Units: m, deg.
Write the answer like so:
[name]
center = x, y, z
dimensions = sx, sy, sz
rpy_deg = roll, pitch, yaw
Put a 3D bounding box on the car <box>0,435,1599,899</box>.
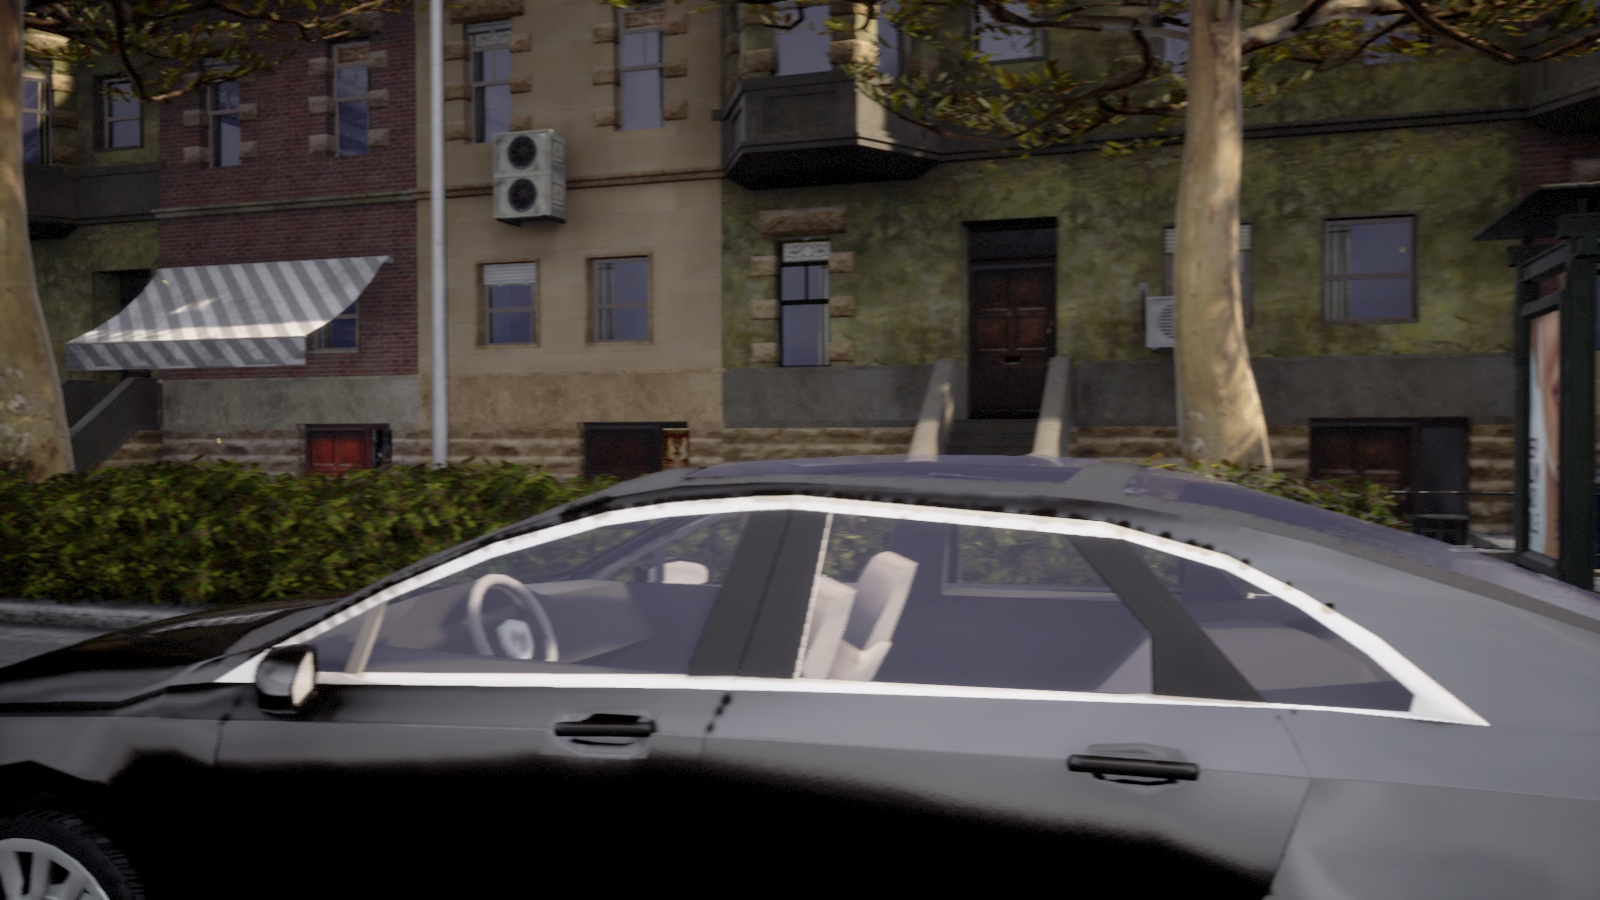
[car]
center = -0.215, 0.730, 3.265
dimensions = 4.902, 1.511, 2.128
rpy_deg = 1, 1, 19
